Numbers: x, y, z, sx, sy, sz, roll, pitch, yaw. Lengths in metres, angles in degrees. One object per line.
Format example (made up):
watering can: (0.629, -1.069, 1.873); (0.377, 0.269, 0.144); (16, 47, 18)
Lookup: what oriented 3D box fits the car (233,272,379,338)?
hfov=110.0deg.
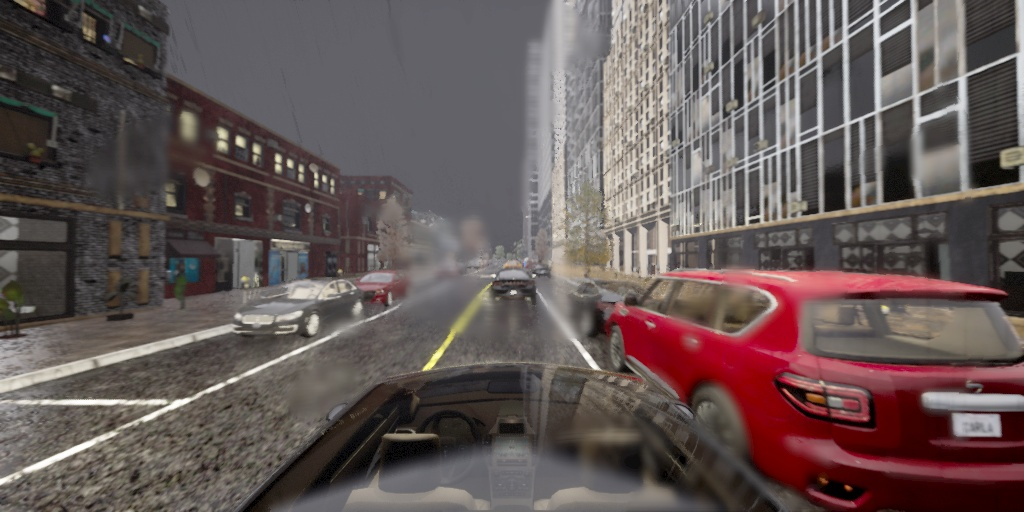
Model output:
car: (-5.693, 1.313, 10.169); (2.007, 1.370, 4.403); (0, 0, 0)

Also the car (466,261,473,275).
car: (-5.702, 1.375, 38.388); (1.948, 1.339, 4.313); (0, 0, 0)

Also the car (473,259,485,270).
car: (-5.708, 1.404, 55.320); (1.948, 1.339, 4.313); (0, 0, 0)

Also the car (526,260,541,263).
car: (2.682, 1.392, 38.336); (1.802, 1.307, 4.207); (0, 0, 0)

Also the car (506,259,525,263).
car: (0.089, 1.287, 37.983); (1.882, 1.535, 5.008); (0, 0, 0)

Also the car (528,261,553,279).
car: (2.681, 1.366, 32.691); (1.948, 1.339, 4.313); (0, 0, 0)

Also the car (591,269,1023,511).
car: (2.690, 1.069, 4.472); (2.192, 1.841, 5.009); (0, 0, 0)

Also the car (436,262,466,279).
car: (-5.700, 1.240, 32.744); (1.967, 1.591, 4.097); (0, 0, 0)

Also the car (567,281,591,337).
car: (2.688, 1.329, 10.115); (1.948, 1.339, 4.313); (0, 0, 0)

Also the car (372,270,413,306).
car: (-5.695, 1.317, 15.812); (1.888, 1.381, 4.507); (0, 0, 0)

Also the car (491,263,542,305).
car: (0.093, 1.250, 16.186); (1.882, 1.535, 5.008); (0, 0, 0)

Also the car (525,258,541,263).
car: (2.685, 1.134, 43.980); (2.192, 1.841, 5.009); (0, 0, 0)

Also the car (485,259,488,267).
car: (-5.710, 1.288, 60.965); (1.967, 1.591, 4.097); (0, 0, 0)
